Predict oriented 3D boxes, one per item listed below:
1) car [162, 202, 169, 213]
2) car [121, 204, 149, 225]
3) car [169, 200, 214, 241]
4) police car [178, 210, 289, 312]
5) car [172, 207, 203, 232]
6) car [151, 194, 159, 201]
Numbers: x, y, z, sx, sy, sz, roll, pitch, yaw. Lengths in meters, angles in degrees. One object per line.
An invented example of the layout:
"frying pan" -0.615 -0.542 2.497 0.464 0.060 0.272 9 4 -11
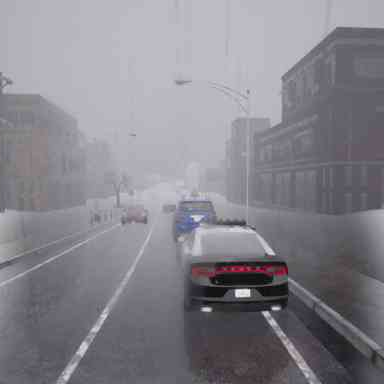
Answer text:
"car" -3.145 2.130 46.738 1.882 1.535 5.008 0 0 -4
"car" -4.822 1.870 28.597 2.097 1.767 4.553 0 -1 -5
"car" 0.048 1.435 17.985 2.150 2.045 5.566 0 -1 -5
"police car" 0.708 1.464 7.981 1.930 1.638 5.238 0 -1 -3
"car" -0.432 1.853 23.954 1.882 1.535 5.008 0 -2 -5
"car" -8.911 1.213 80.353 2.128 1.511 4.902 0 2 -5
